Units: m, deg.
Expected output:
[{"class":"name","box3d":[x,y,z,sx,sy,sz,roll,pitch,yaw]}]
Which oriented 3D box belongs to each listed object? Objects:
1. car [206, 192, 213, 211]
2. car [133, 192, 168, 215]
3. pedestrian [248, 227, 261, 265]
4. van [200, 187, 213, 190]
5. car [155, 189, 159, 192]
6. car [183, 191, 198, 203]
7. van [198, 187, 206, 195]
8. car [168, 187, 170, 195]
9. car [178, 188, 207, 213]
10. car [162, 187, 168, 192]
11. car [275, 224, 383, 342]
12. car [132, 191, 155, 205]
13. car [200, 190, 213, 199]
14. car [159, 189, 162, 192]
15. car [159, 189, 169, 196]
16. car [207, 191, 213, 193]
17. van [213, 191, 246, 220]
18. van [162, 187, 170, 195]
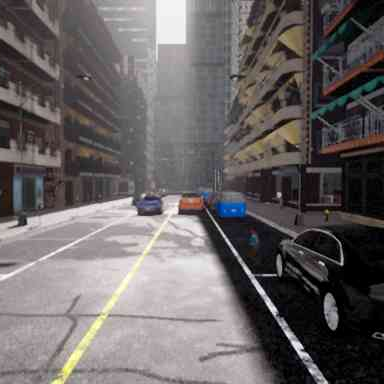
[{"class":"car","box3d":[2.529,0.981,27.964,2.008,1.369,4.403,-1,1,0]},{"class":"car","box3d":[-3.252,0.974,26.952,1.812,1.442,4.674,0,1,0]},{"class":"pedestrian","box3d":[1.782,1.484,9.246,0.500,1.100,0.500,-1,2,-3]},{"class":"van","box3d":[2.403,0.318,50.362,1.690,1.788,3.998,-1,1,0]},{"class":"car","box3d":[-5.944,0.632,44.749,1.887,1.381,4.507,-1,1,0]},{"class":"car","box3d":[-0.164,0.608,44.018,1.837,1.490,4.892,0,1,0]},{"class":"van","box3d":[2.249,-0.243,78.366,1.690,1.788,3.998,-1,1,0]},{"class":"car","box3d":[-6.067,0.203,67.151,1.947,1.339,4.313,-1,1,0]},{"class":"car","box3d":[-0.078,0.764,28.741,2.097,1.767,4.553,0,1,0]},{"class":"car","box3d":[-6.038,0.190,61.549,1.967,1.590,4.097,-1,1,0]},{"class":"car","box3d":[2.967,1.374,6.371,1.837,1.490,4.892,0,1,0]},{"class":"car","box3d":[-5.913,0.766,39.148,1.947,1.339,4.313,-1,1,0]},{"class":"car","box3d":[2.375,0.415,55.968,2.008,1.369,4.403,-1,1,0]},{"class":"car","box3d":[-5.974,0.557,50.350,1.802,1.307,4.206,-1,1,0]},{"class":"car","box3d":[-6.098,0.076,72.753,2.008,1.369,4.403,-1,1,0]},{"class":"car","box3d":[2.498,0.861,33.564,1.887,1.381,4.507,-1,1,0]},{"class":"van","box3d":[2.557,0.885,22.359,1.690,1.788,3.998,-1,1,0]},{"class":"van","box3d":[-6.131,-0.246,78.349,1.690,1.788,3.998,-1,1,0]}]
